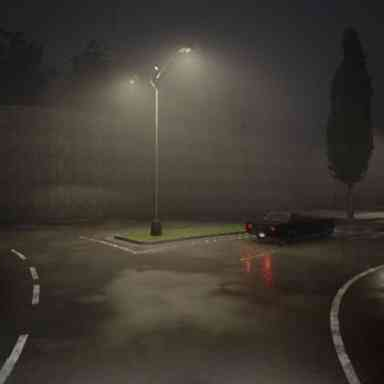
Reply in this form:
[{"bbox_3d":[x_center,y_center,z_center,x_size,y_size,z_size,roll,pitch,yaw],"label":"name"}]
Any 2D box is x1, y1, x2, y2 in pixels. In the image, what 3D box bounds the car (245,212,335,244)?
[{"bbox_3d":[4.822,1.583,15.869,4.718,1.301,1.895,0,0,-38],"label":"car"}]
